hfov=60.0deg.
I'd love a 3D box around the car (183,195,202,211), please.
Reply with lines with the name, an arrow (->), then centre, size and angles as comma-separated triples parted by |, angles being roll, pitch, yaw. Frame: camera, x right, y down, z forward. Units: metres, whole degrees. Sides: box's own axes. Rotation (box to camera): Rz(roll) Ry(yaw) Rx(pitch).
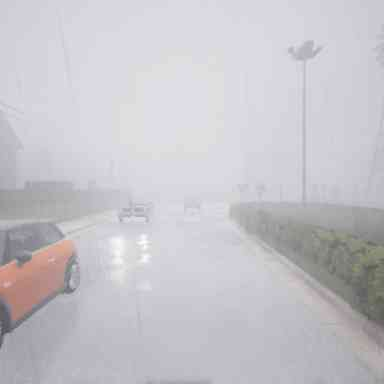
car -> 0.059, 1.267, 36.847 | 2.128, 1.511, 4.902 | 0, 0, 1

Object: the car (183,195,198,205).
car -> -0.247, 1.194, 50.929 | 1.837, 1.490, 4.892 | 0, 1, -7

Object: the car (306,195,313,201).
car -> 20.443, 1.214, 54.615 | 5.357, 1.411, 2.033 | 0, 0, 1

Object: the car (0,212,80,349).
car -> -3.591, 1.317, 5.624 | 2.097, 1.767, 4.553 | 0, 0, 0

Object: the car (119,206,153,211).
car -> -3.493, 1.116, 21.677 | 1.895, 1.301, 4.718 | 0, 0, 0
